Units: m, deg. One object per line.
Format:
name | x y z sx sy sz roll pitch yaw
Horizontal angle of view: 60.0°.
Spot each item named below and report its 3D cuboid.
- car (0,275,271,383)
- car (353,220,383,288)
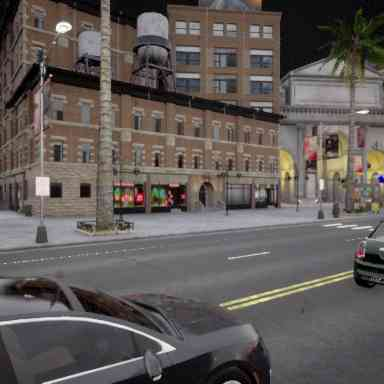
car | -1.428 1.505 2.720 4.892 1.490 1.837 0 0 -36
car | 5.945 1.352 8.020 4.553 1.767 2.097 0 0 -35
